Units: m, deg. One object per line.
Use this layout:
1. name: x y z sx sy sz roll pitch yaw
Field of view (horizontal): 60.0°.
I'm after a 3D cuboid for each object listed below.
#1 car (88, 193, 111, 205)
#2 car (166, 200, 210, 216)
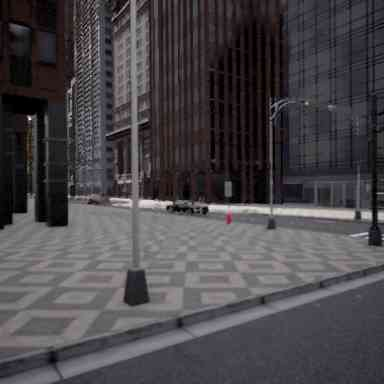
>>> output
1. car: -13.806 1.011 49.441 2.097 1.767 4.553 -1 1 -35
2. car: -0.452 1.458 30.657 1.895 1.301 4.718 -1 1 -36
